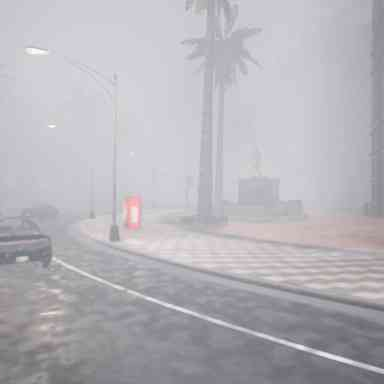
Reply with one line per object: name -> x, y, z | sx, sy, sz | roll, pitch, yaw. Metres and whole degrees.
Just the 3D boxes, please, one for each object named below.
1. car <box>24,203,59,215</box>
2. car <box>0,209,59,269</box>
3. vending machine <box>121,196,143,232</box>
car -> -12.755, 1.620, 27.983 | 1.812, 1.442, 4.674 | 0, 0, -5
car -> -5.894, 1.523, 10.495 | 2.128, 1.511, 4.902 | 0, 0, -39
vending machine -> -3.657, 1.293, 20.307 | 1.100, 2.100, 0.880 | 0, 0, -25
